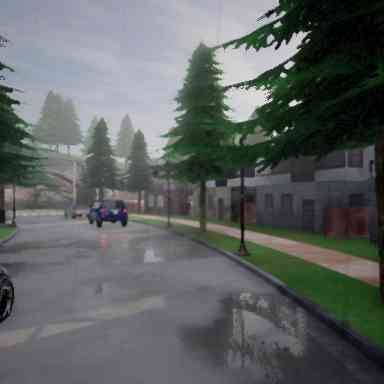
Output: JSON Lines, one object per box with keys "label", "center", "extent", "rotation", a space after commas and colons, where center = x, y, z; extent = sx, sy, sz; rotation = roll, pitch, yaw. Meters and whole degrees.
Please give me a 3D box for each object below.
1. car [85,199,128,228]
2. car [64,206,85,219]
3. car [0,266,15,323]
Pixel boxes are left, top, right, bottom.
{"label": "car", "center": [-6.586, 1.581, 25.918], "extent": [2.150, 2.045, 5.566], "rotation": [0, -1, -26]}
{"label": "car", "center": [-12.072, 2.095, 35.147], "extent": [1.895, 1.301, 4.718], "rotation": [0, -1, -35]}
{"label": "car", "center": [-4.149, 1.636, 4.512], "extent": [1.994, 1.385, 4.181], "rotation": [0, -1, -6]}
